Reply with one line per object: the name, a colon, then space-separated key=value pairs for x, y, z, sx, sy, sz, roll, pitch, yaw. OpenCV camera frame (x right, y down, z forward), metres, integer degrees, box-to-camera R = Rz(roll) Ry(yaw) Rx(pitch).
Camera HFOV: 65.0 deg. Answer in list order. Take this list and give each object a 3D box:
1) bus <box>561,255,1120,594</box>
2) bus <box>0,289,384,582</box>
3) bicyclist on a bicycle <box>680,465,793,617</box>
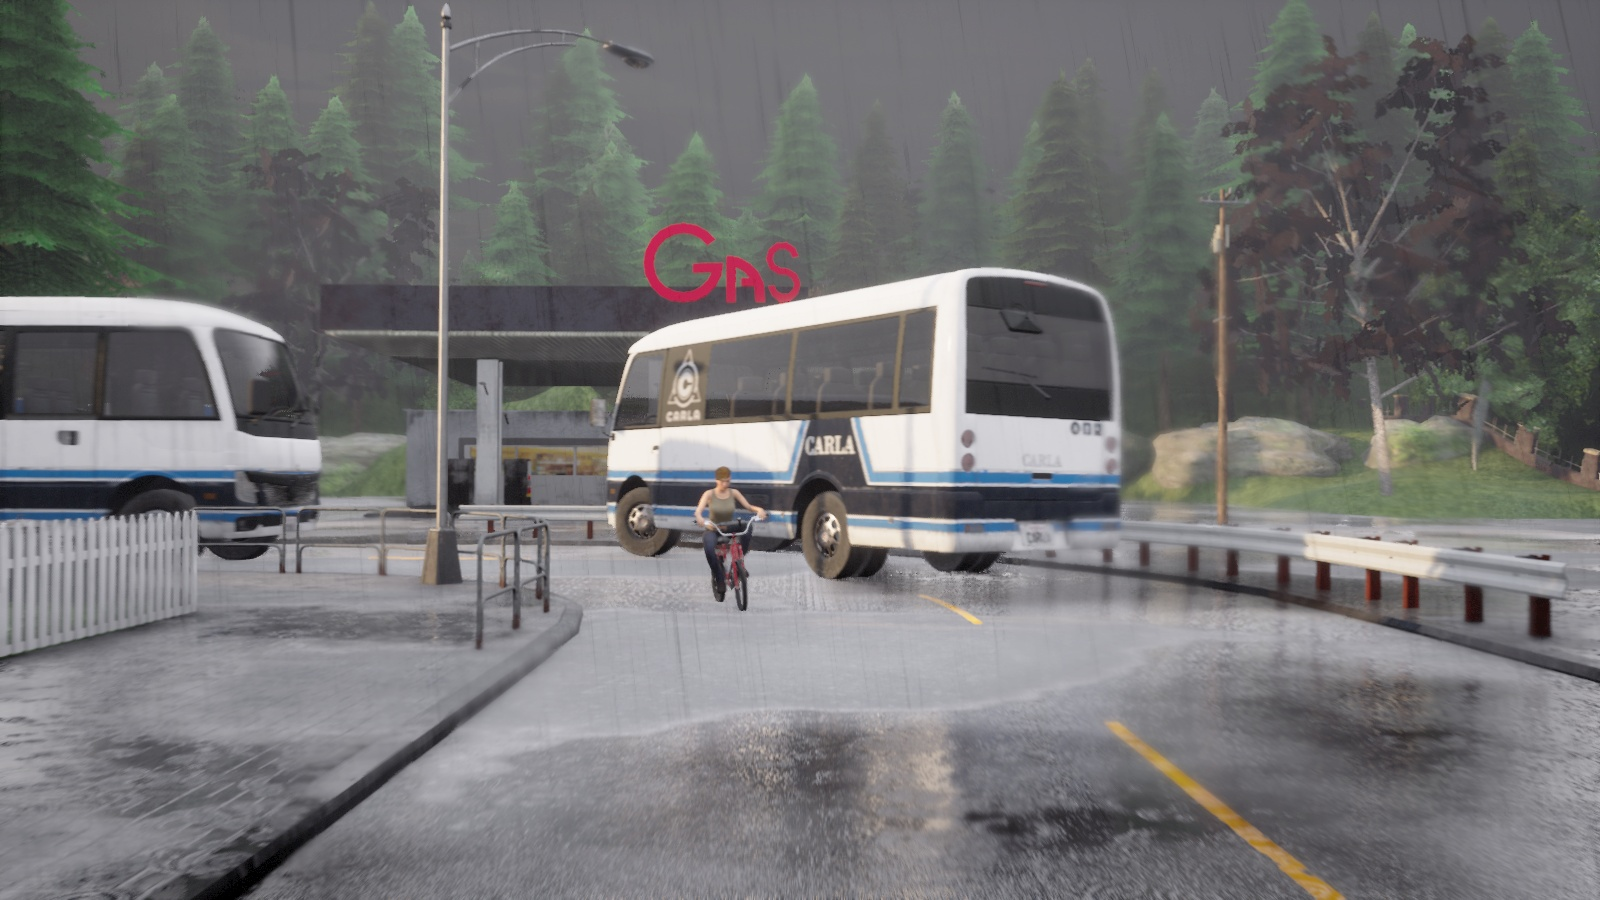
bus: x=0.012 y=-0.205 z=21.087 sx=3.944 sy=4.253 sz=10.273 roll=1 pitch=-2 yaw=-35
bus: x=-12.500 y=-0.172 z=20.226 sx=10.273 sy=4.253 sz=3.944 roll=0 pitch=-1 yaw=0
bicyclist on a bicycle: x=-0.761 y=0.998 z=14.430 sx=0.866 sy=1.612 sz=1.509 roll=-3 pitch=0 yaw=-18
